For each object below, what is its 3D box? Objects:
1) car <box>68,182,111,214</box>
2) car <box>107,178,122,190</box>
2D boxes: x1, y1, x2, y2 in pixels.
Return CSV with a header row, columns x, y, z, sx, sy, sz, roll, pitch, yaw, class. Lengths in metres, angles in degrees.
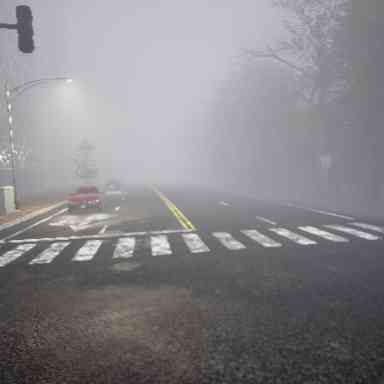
x,y,z,sx,sy,sz,roll,pitch,yaw,class
-6.239,0.367,20.195,1.812,1.442,4.674,-3,4,-9,car
-9.860,-0.986,41.732,2.128,1.511,4.902,-3,4,-10,car
